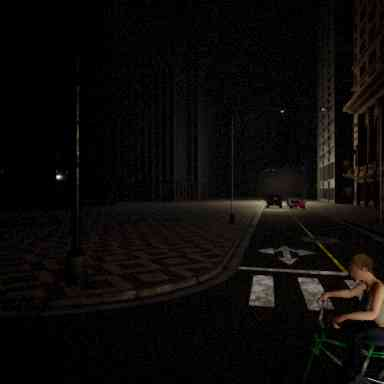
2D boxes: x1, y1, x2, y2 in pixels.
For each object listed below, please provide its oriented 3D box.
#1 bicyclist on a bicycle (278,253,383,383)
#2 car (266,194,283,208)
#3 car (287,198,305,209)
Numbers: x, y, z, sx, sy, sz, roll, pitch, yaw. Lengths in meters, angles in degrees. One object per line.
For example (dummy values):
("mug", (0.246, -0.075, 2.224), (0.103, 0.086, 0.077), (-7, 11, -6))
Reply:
("bicyclist on a bicycle", (1.648, 1.435, 3.426), (1.509, 1.612, 0.866), (0, 0, 13))
("car", (12.021, 1.301, 48.661), (2.150, 2.045, 5.566), (0, 0, 13))
("car", (14.495, 1.679, 45.926), (1.895, 1.301, 4.718), (0, 0, 14))
